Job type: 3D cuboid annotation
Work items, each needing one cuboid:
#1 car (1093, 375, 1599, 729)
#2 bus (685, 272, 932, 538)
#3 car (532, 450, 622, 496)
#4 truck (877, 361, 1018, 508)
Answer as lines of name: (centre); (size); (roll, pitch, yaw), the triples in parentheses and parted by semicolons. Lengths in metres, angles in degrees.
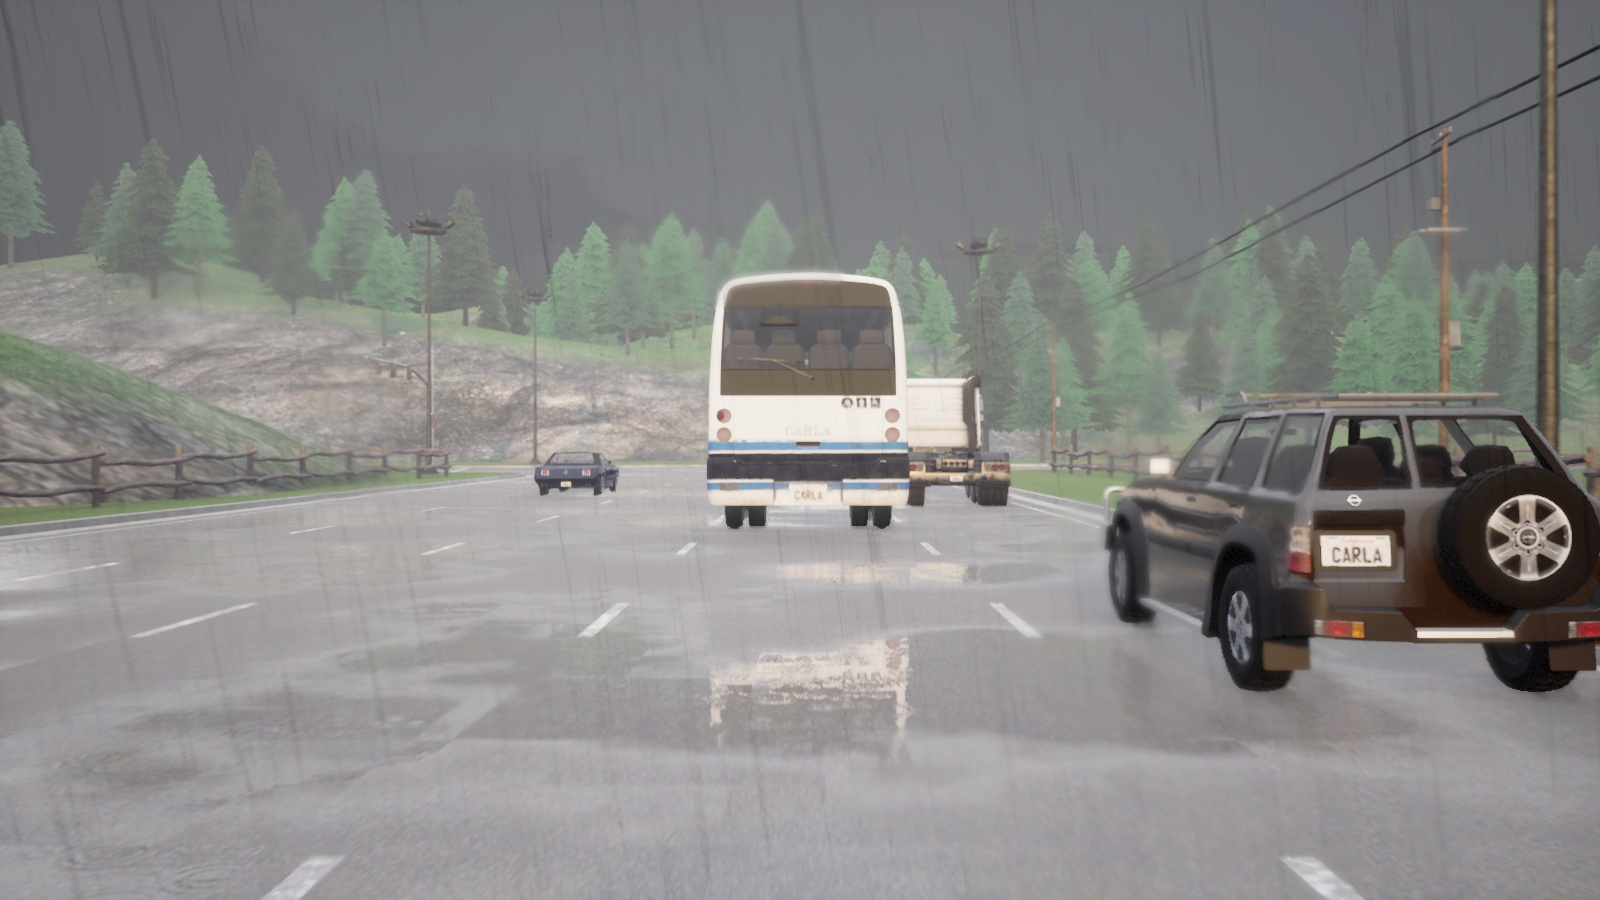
car: (3.567, 0.526, 8.902); (1.932, 1.855, 4.605); (0, 0, 0)
bus: (0.161, -0.744, 25.233); (3.944, 4.253, 10.273); (0, 0, 0)
car: (-6.764, 0.667, 38.559); (1.895, 1.301, 4.718); (0, 0, 0)
truck: (3.708, -0.383, 33.498); (2.891, 3.462, 7.936); (0, 0, 0)
